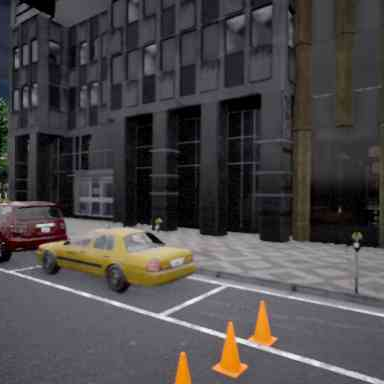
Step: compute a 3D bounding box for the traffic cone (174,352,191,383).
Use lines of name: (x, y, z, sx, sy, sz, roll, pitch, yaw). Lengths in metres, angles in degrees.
traffic cone: (-0.099, 1.949, 3.426, 0.340, 0.580, 0.340, 1, 0, 36)

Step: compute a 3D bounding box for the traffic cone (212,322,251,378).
traffic cone: (0.484, 1.951, 4.239, 0.340, 0.580, 0.340, 1, 0, 36)

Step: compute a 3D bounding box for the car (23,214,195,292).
car: (-2.209, 1.490, 8.677, 4.829, 1.417, 1.752, 1, 0, 36)

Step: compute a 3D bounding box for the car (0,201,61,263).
car: (-6.488, 1.240, 11.746, 5.009, 1.841, 2.192, 1, 0, 36)

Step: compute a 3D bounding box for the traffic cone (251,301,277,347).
traffic cone: (1.067, 1.954, 5.051, 0.340, 0.580, 0.340, 1, 0, 36)
